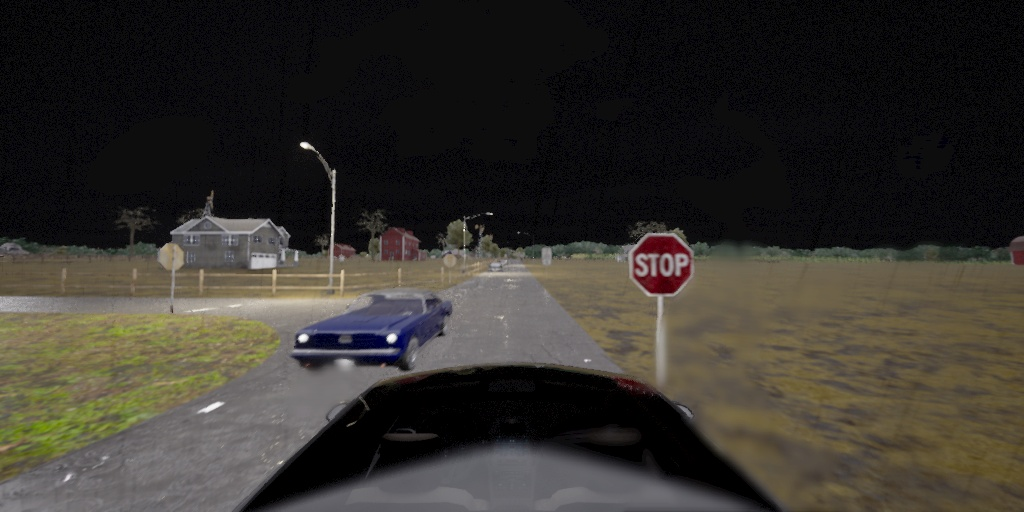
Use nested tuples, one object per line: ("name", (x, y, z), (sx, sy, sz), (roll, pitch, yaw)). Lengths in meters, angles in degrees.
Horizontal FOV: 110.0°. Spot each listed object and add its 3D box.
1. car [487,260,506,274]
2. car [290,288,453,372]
("car", (-2.135, 1.601, 47.475), (1.812, 1.442, 4.674), (0, 1, 1))
("car", (-2.633, 1.434, 7.948), (1.895, 1.301, 4.718), (0, -1, 1))
